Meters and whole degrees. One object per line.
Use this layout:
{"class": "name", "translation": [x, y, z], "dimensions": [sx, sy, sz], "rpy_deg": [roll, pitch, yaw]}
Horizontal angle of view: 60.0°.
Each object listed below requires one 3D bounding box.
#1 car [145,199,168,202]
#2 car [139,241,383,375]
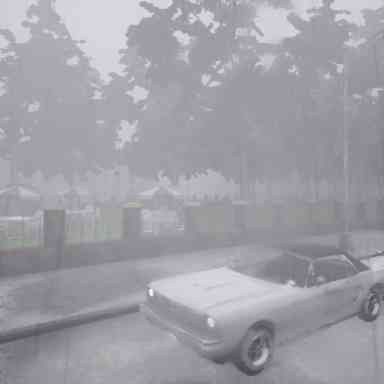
{"class": "car", "translation": [-5.806, 1.456, 55.958], "dimensions": [4.553, 1.767, 2.097], "rpy_deg": [0, 0, -36]}
{"class": "car", "translation": [1.543, 1.610, 5.720], "dimensions": [4.718, 1.301, 1.895], "rpy_deg": [0, 0, -36]}
